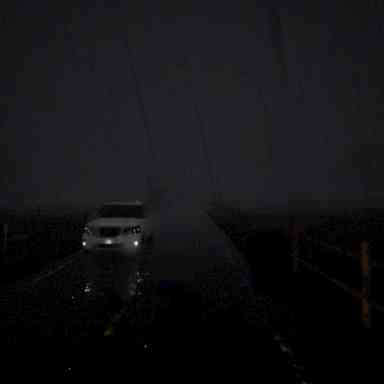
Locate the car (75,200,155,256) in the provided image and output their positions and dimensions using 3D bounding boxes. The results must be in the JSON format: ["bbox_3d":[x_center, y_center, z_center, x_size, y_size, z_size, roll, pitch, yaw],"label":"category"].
[{"bbox_3d":[-2.848,1.377,14.148,2.150,2.045,5.566,0,-1,0],"label":"car"}]

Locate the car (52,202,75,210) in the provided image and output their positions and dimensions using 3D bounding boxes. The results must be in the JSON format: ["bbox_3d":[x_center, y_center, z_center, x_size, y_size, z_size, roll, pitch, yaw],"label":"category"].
[{"bbox_3d":[-23.471,2.523,62.124,5.008,1.535,1.882,0,0,0],"label":"car"}]

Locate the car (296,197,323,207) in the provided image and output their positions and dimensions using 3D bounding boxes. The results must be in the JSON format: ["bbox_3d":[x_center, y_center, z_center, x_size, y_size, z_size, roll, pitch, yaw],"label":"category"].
[{"bbox_3d":[22.009,1.771,62.233,4.553,1.767,2.097,-1,0,0],"label":"car"}]
